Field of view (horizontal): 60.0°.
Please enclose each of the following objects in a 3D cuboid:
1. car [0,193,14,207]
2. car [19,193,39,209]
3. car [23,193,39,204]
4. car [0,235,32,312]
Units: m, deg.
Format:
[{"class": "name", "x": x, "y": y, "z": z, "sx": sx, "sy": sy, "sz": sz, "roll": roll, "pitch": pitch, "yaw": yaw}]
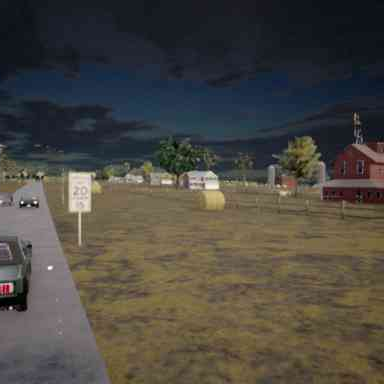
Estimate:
[{"class": "car", "x": -21.559, "y": 0.864, "z": 38.049, "sx": 2.128, "sy": 1.511, "sz": 4.902, "roll": 0, "pitch": 1, "yaw": -24}, {"class": "car", "x": -17.321, "y": 1.039, "z": 35.508, "sx": 1.895, "sy": 1.301, "sz": 4.718, "roll": 0, "pitch": 1, "yaw": -24}, {"class": "car", "x": -21.499, "y": 0.792, "z": 44.561, "sx": 1.895, "sy": 1.301, "sz": 4.718, "roll": 0, "pitch": 1, "yaw": -24}, {"class": "car", "x": -4.507, "y": 1.589, "z": 7.191, "sx": 1.895, "sy": 1.301, "sz": 4.718, "roll": 0, "pitch": 0, "yaw": -24}]
